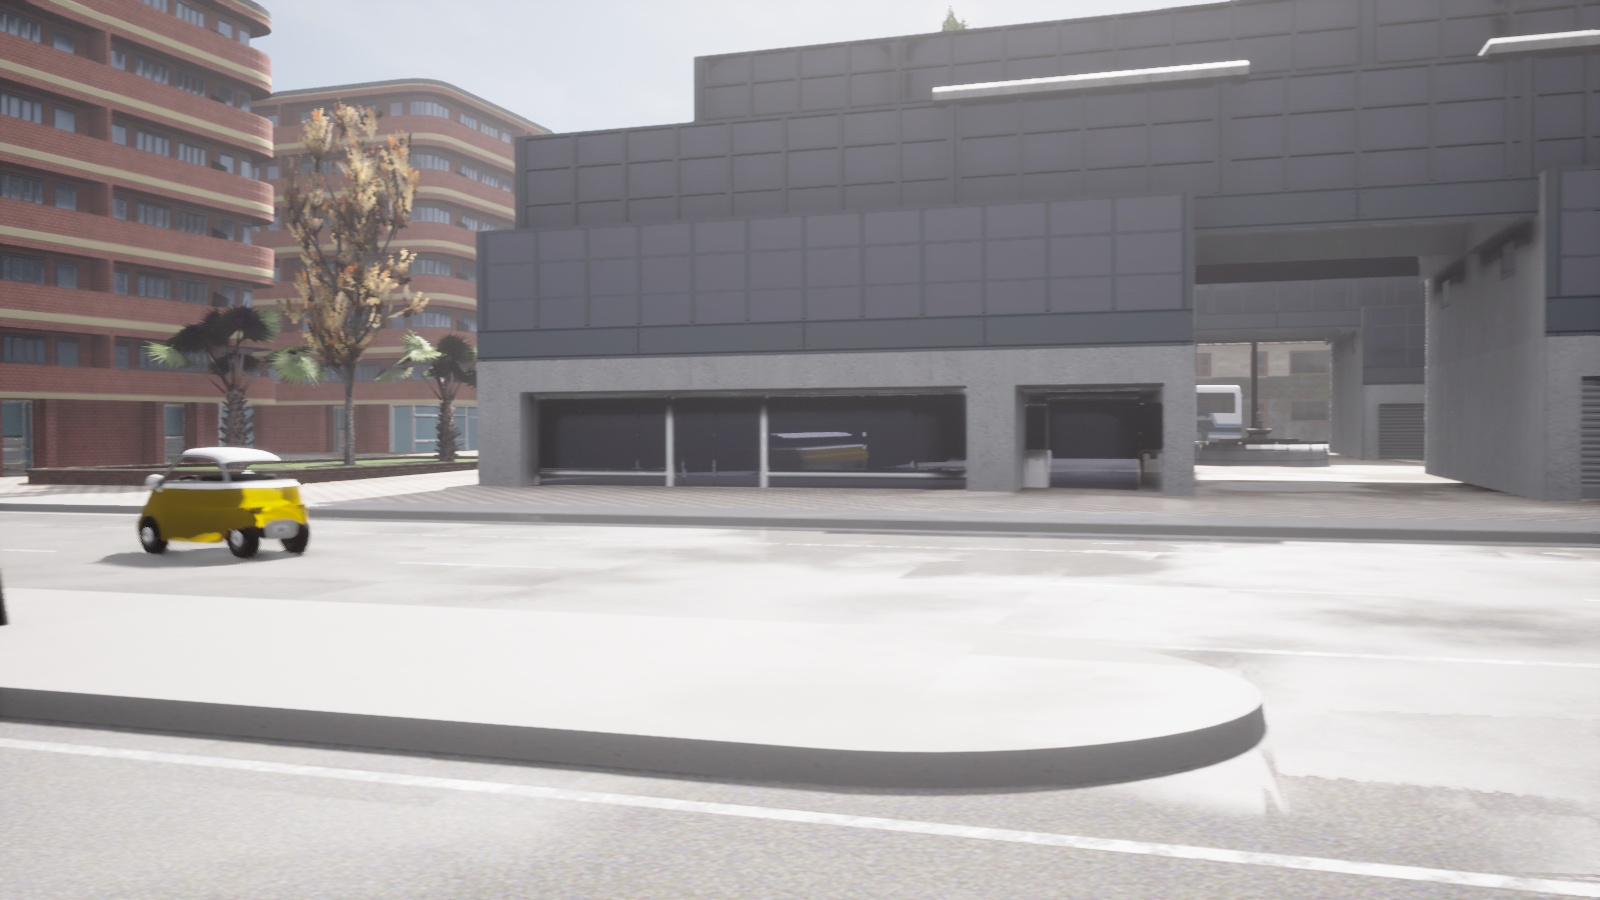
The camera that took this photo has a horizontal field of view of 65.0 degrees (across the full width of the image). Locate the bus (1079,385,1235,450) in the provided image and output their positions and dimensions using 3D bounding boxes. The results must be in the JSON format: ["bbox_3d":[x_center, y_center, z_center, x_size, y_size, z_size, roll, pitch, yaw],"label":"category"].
[{"bbox_3d":[25.344,-2.335,89.231,10.273,4.253,3.944,2,1,17],"label":"bus"}]

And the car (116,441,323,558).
[{"bbox_3d":[-7.576,0.588,16.384,2.207,1.376,1.481,1,1,32],"label":"car"}]
